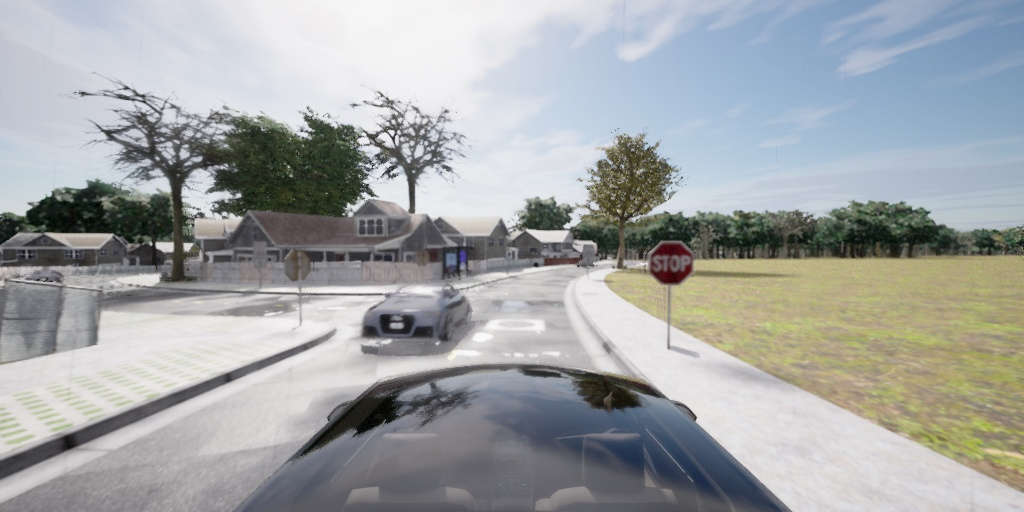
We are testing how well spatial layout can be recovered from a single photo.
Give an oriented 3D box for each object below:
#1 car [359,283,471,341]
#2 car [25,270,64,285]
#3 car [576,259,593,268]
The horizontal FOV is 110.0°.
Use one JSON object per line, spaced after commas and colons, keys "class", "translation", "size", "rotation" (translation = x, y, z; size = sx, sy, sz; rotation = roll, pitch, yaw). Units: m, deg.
{"class": "car", "translation": [-2.372, 1.423, 9.806], "size": [1.994, 1.385, 4.181], "rotation": [0, -3, 4]}
{"class": "car", "translation": [-44.781, 2.028, 34.436], "size": [4.181, 1.385, 1.994], "rotation": [-1, 1, 43]}
{"class": "car", "translation": [12.296, 1.293, 60.834], "size": [1.837, 1.490, 4.892], "rotation": [0, 1, 28]}
